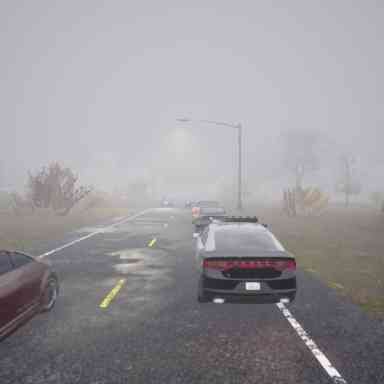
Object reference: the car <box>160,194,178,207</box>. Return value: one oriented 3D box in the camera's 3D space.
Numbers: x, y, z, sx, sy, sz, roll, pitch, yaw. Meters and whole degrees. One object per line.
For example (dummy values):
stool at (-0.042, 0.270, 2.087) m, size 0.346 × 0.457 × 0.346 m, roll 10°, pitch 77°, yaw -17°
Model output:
car at (-3.591, 1.408, 48.012) m, size 2.128 × 1.511 × 4.902 m, roll 0°, pitch 0°, yaw 0°

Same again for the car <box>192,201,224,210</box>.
car at (1.053, 1.488, 18.225) m, size 1.837 × 1.490 × 4.892 m, roll 0°, pitch 0°, yaw 0°

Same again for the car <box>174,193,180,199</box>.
car at (-4.276, 1.079, 92.870) m, size 2.097 × 1.767 × 4.553 m, roll 0°, pitch 0°, yaw -2°

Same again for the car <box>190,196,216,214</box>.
car at (1.055, 1.323, 24.197) m, size 2.097 × 1.767 × 4.553 m, roll 0°, pitch 0°, yaw 0°

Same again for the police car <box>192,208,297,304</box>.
police car at (1.052, 1.419, 8.334) m, size 1.930 × 1.638 × 5.238 m, roll 0°, pitch 0°, yaw 0°

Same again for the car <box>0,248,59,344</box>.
car at (-3.598, 1.561, 4.854) m, size 1.994 × 1.385 × 4.181 m, roll 0°, pitch 0°, yaw 0°

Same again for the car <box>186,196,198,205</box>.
car at (0.006, 1.430, 58.620) m, size 2.033 × 1.411 × 5.357 m, roll 0°, pitch 0°, yaw 0°

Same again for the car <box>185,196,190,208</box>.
car at (0.039, 1.525, 45.475) m, size 1.895 × 1.301 × 4.718 m, roll 0°, pitch 0°, yaw 0°
